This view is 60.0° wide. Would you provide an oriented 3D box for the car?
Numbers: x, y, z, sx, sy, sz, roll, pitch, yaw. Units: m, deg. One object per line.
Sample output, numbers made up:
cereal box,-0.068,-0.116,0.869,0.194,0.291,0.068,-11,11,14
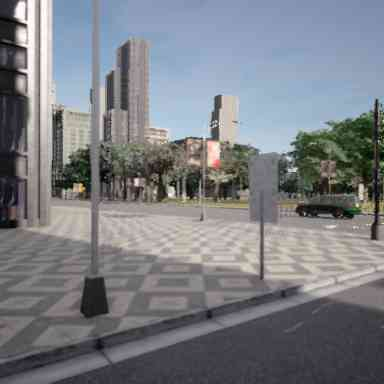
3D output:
car,12.006,1.279,29.543,2.150,2.045,5.566,0,-1,-39
